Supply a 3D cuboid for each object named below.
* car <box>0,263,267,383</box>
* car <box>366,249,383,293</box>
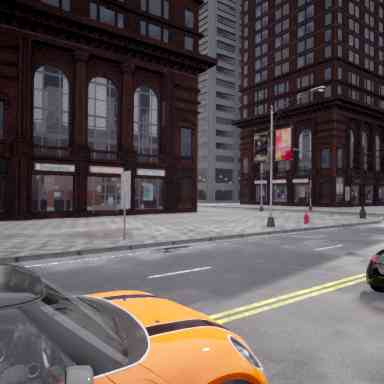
[{"bbox_3d":[-1.536,1.352,2.343,4.553,1.767,2.097,0,0,-36],"label":"car"},{"bbox_3d":[5.890,1.576,7.665,4.181,1.385,1.994,0,0,-35],"label":"car"}]
